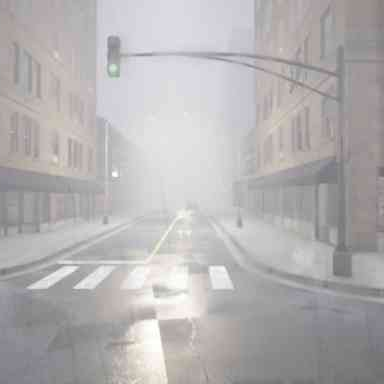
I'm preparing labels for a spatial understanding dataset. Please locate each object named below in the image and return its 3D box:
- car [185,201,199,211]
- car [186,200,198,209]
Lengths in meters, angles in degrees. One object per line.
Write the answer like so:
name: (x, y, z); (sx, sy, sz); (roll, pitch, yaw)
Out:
car: (0.023, 1.977, 46.863); (2.033, 1.411, 5.357); (0, -1, 0)
car: (0.028, 2.127, 57.315); (1.895, 1.301, 4.718); (0, -1, 0)
